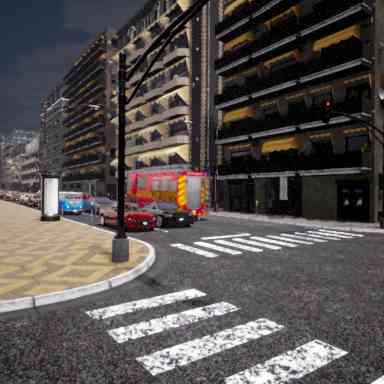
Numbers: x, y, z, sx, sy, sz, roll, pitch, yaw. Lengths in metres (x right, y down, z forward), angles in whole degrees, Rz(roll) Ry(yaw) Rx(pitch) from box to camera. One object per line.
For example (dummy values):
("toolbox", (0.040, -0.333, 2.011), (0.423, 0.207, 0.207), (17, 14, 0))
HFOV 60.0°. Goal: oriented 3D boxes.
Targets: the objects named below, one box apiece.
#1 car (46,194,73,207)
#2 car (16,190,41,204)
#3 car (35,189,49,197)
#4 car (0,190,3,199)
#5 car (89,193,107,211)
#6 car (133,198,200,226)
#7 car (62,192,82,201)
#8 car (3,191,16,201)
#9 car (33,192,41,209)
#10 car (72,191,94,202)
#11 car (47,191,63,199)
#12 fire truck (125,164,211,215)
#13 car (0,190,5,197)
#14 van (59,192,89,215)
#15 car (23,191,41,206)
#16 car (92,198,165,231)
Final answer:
("car", (-15.743, 0.925, 39.442), (1.994, 1.385, 4.181), (1, 1, -36))
("car", (-20.045, 0.803, 40.970), (1.752, 1.417, 4.829), (2, 0, -36))
("car", (-33.193, 0.270, 73.547), (1.967, 1.590, 4.097), (2, 0, -36))
("car", (-33.375, 0.469, 59.463), (1.887, 1.381, 4.507), (2, 0, -36))
("car", (-7.980, 1.116, 28.639), (2.033, 1.411, 5.357), (1, 0, -36))
("car", (-1.747, 1.298, 19.988), (1.994, 1.385, 4.181), (1, 0, -36))
("car", (-19.967, 0.747, 55.191), (1.947, 1.339, 4.313), (2, 0, -36))
("car", (-26.757, 0.540, 50.285), (1.967, 1.590, 4.097), (2, 0, -36))
("car", (-13.530, 0.996, 31.930), (1.887, 1.381, 4.507), (2, 0, -36))
("car", (-16.656, 0.709, 50.602), (1.967, 1.590, 4.097), (2, 0, -36))
("car", (-26.680, 0.528, 64.507), (1.752, 1.417, 4.829), (2, 0, -36))
("fire truck", (-2.236, 0.010, 26.008), (2.891, 3.827, 8.468), (1, 0, -36))
("car", (-39.990, 0.299, 68.641), (2.008, 1.369, 4.403), (2, 0, -36))
("van", (-10.217, 0.880, 27.340), (1.690, 1.788, 3.998), (2, 0, -36))
("car", (-16.837, 0.908, 36.518), (1.887, 1.381, 4.507), (2, 0, -36))
("car", (-3.608, 1.260, 18.163), (1.887, 1.381, 4.507), (2, 0, -36))
